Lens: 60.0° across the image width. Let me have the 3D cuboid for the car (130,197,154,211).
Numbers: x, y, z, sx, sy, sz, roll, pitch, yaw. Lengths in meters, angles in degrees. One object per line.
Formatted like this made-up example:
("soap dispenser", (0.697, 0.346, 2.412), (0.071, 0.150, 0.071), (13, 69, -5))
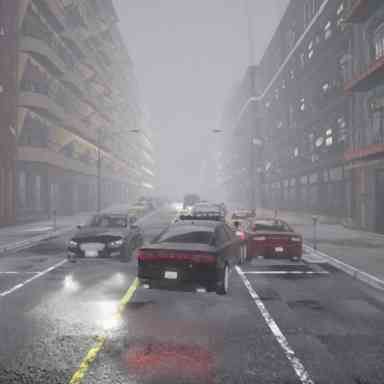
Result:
("car", (-5.368, 1.571, 33.988), (1.752, 1.417, 4.829), (2, 0, 0))

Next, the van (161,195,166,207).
("van", (-5.398, 1.427, 50.748), (1.690, 1.788, 3.998), (2, 0, 0))

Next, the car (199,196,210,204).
("car", (2.451, 1.584, 67.297), (1.967, 1.590, 4.097), (1, 0, 0))

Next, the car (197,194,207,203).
("car", (2.388, 1.503, 78.359), (2.192, 1.841, 5.009), (1, 0, 0))

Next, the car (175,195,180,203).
("car", (-2.906, 1.520, 73.527), (2.097, 1.767, 4.553), (0, 0, 0))

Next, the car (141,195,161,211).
("car", (-5.374, 1.373, 39.690), (2.192, 1.841, 5.009), (2, 0, 0))

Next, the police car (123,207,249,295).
("police car", (0.256, 1.431, 9.033), (1.930, 1.638, 5.238), (0, 0, 15))

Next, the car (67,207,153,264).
("car", (-2.875, 1.500, 11.959), (2.128, 1.511, 4.902), (0, 0, 0))

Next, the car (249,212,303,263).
("car", (2.559, 1.554, 11.989), (1.887, 1.381, 4.507), (1, 0, 0))

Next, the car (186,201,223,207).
("car", (0.785, 1.495, 18.653), (1.882, 1.535, 5.008), (0, 0, 0))

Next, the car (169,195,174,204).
("car", (-5.434, 1.459, 67.341), (2.192, 1.841, 5.009), (1, 0, 0))

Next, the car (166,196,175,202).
("car", (-5.476, 1.779, 83.932), (1.947, 1.339, 4.313), (1, 0, 0))

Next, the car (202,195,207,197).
("car", (2.465, 1.648, 56.235), (1.887, 1.381, 4.507), (1, 0, 0))

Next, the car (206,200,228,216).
("car", (2.512, 1.590, 34.111), (1.887, 1.381, 4.507), (1, 0, 0))

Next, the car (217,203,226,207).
("car", (2.547, 1.541, 17.691), (1.752, 1.417, 4.829), (1, 0, 0))

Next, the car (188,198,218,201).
("car", (0.772, 1.482, 24.847), (1.801, 1.575, 5.366), (0, 0, 0))

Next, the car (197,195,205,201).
("car", (2.361, 1.680, 89.422), (1.967, 1.590, 4.097), (1, 0, 0))

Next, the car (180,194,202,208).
("car", (-0.093, 1.291, 44.634), (2.150, 2.045, 5.566), (0, 0, 0))

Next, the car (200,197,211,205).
("car", (2.453, 1.667, 61.765), (1.887, 1.381, 4.507), (1, 0, 0))

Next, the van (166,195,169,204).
("van", (-5.411, 1.445, 56.280), (1.690, 1.788, 3.998), (1, 0, 0))
